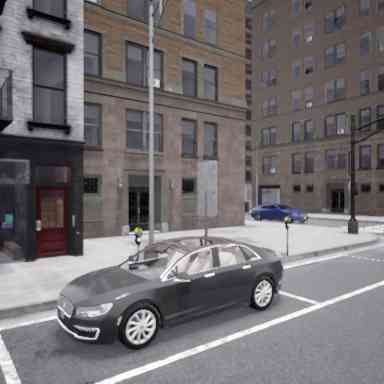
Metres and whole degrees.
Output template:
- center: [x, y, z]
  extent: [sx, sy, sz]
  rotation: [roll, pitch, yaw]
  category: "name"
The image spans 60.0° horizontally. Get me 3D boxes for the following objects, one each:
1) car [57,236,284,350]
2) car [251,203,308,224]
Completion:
- center: [-0.142, 1.550, 6.147]
  extent: [4.403, 1.369, 2.008]
  rotation: [0, 0, -37]
  category: "car"
- center: [6.608, 1.605, 25.559]
  extent: [1.812, 1.442, 4.674]
  rotation: [0, 0, -39]
  category: "car"
